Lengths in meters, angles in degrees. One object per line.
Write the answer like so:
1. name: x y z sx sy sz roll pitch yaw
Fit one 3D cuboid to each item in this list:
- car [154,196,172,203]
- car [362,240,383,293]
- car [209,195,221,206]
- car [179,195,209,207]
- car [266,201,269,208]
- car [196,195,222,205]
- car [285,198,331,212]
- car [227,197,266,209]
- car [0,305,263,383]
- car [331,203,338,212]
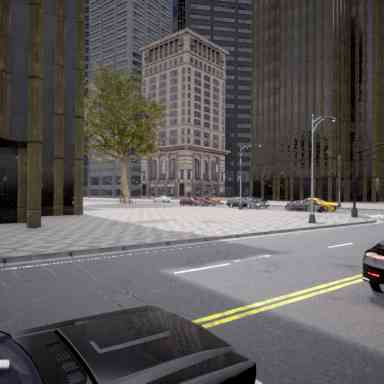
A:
1. car: -6.367 1.570 72.132 1.812 1.442 4.674 1 -1 -45
2. car: 5.816 1.492 7.584 4.902 1.511 2.128 0 0 -35
3. car: 1.914 1.508 53.541 1.812 1.442 4.674 1 0 -41
4. car: -0.027 1.476 50.839 1.812 1.442 4.674 1 0 -41
5. car: 8.414 1.477 45.945 2.128 1.511 4.902 1 0 -40
6. car: 3.156 1.402 62.165 2.097 1.767 4.553 1 0 -42
7. car: 12.245 1.517 36.038 1.994 1.385 4.181 1 0 -39
8. car: 6.655 1.445 42.986 2.128 1.511 4.902 1 0 -40
9. car: -1.706 1.601 2.224 4.718 1.301 1.895 0 0 -36
10. car: 14.395 1.463 38.573 1.882 1.535 5.008 1 0 -38
